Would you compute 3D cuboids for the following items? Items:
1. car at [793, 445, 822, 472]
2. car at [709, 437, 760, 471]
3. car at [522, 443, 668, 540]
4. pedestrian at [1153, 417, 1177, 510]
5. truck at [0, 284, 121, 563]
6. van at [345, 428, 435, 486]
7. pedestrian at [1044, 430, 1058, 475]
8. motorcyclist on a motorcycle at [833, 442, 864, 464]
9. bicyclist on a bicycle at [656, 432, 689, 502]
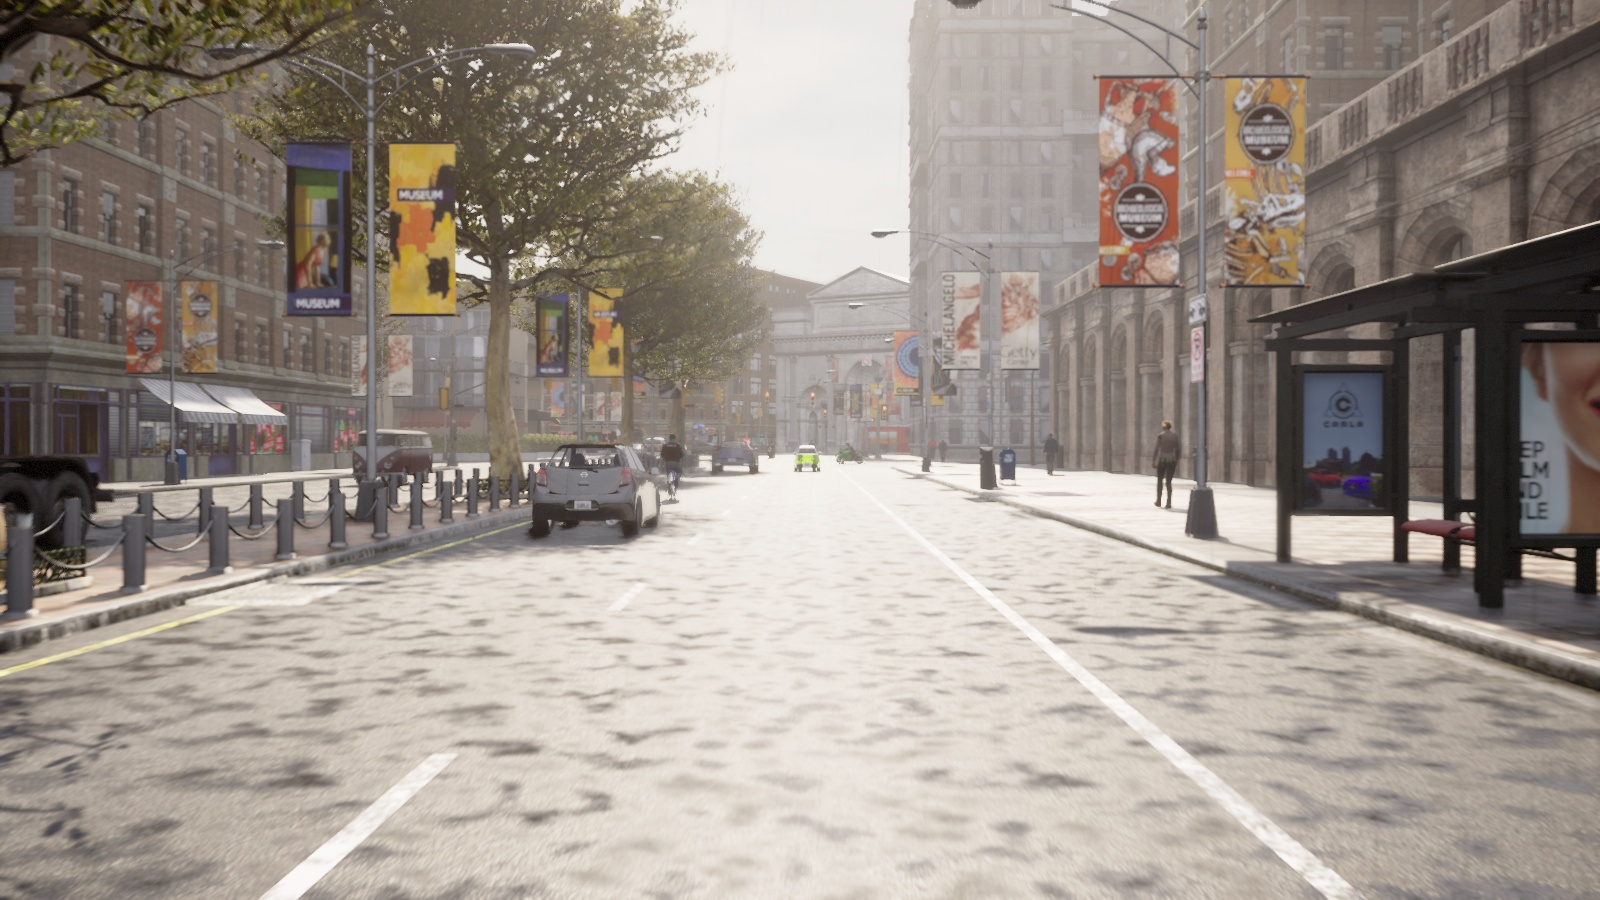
[{"bbox_3d":[0.375,0.433,65.464,1.481,1.376,2.207,0,1,1],"label":"car"},{"bbox_3d":[-3.208,0.170,62.553,2.152,1.651,5.027,0,0,1],"label":"car"},{"bbox_3d":[-3.364,0.638,21.251,1.845,1.501,3.633,0,0,0],"label":"car"},{"bbox_3d":[7.354,0.266,25.326,0.331,1.846,0.634,0,0,3],"label":"pedestrian"},{"bbox_3d":[-11.402,-0.326,14.400,2.891,3.462,7.936,0,0,0],"label":"truck"},{"bbox_3d":[-14.727,0.232,45.329,1.775,1.987,4.442,0,0,0],"label":"van"},{"bbox_3d":[10.349,0.120,51.804,0.402,1.842,0.726,0,0,0],"label":"pedestrian"},{"bbox_3d":[3.387,0.238,87.626,2.044,1.523,0.797,0,1,-16],"label":"motorcyclist on a motorcycle"},{"bbox_3d":[-3.299,0.430,32.686,0.659,1.776,1.843,0,1,0],"label":"bicyclist on a bicycle"}]
